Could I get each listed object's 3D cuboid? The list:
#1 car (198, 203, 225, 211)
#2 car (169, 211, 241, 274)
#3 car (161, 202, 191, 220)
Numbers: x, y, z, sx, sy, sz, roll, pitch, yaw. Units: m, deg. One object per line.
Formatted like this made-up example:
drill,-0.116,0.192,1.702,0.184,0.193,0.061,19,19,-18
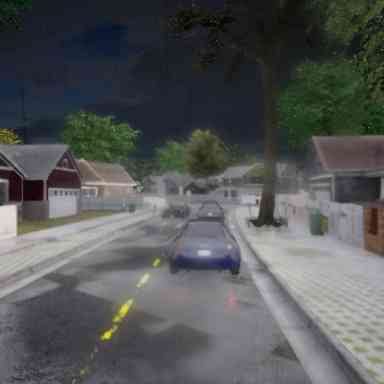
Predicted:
car,1.457,1.508,24.794,1.994,1.385,4.181,0,0,6
car,0.417,1.538,10.563,1.994,1.385,4.181,0,0,3
car,-1.257,1.539,27.210,1.895,1.301,4.718,0,0,6
